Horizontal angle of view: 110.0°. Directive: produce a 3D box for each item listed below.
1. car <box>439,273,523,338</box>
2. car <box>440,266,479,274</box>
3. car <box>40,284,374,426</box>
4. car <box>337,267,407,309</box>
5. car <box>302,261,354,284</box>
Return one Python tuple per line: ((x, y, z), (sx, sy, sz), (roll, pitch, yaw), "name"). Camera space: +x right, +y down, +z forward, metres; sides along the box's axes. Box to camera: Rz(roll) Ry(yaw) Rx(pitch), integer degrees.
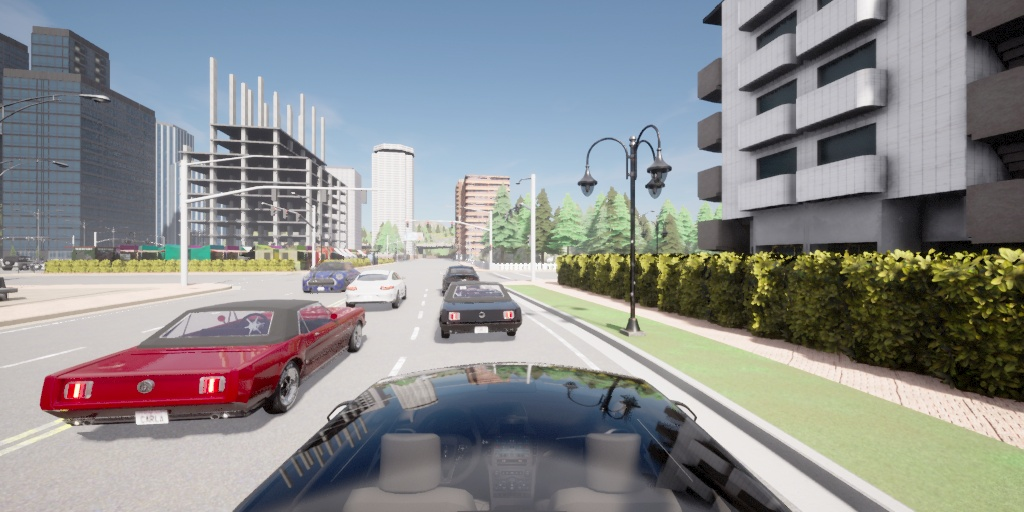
((-1.038, 1.351, 10.157), (1.895, 1.301, 4.718), (0, 0, -9), "car")
((-2.788, 1.255, 19.248), (1.837, 1.490, 4.892), (0, 0, -12), "car")
((-3.909, 1.351, 5.846), (1.895, 1.301, 4.718), (0, 0, -7), "car")
((-5.447, 1.276, 14.730), (1.812, 1.442, 4.674), (0, 0, -11), "car")
((-10.315, 1.101, 20.694), (2.097, 1.767, 4.553), (0, 0, -12), "car")
